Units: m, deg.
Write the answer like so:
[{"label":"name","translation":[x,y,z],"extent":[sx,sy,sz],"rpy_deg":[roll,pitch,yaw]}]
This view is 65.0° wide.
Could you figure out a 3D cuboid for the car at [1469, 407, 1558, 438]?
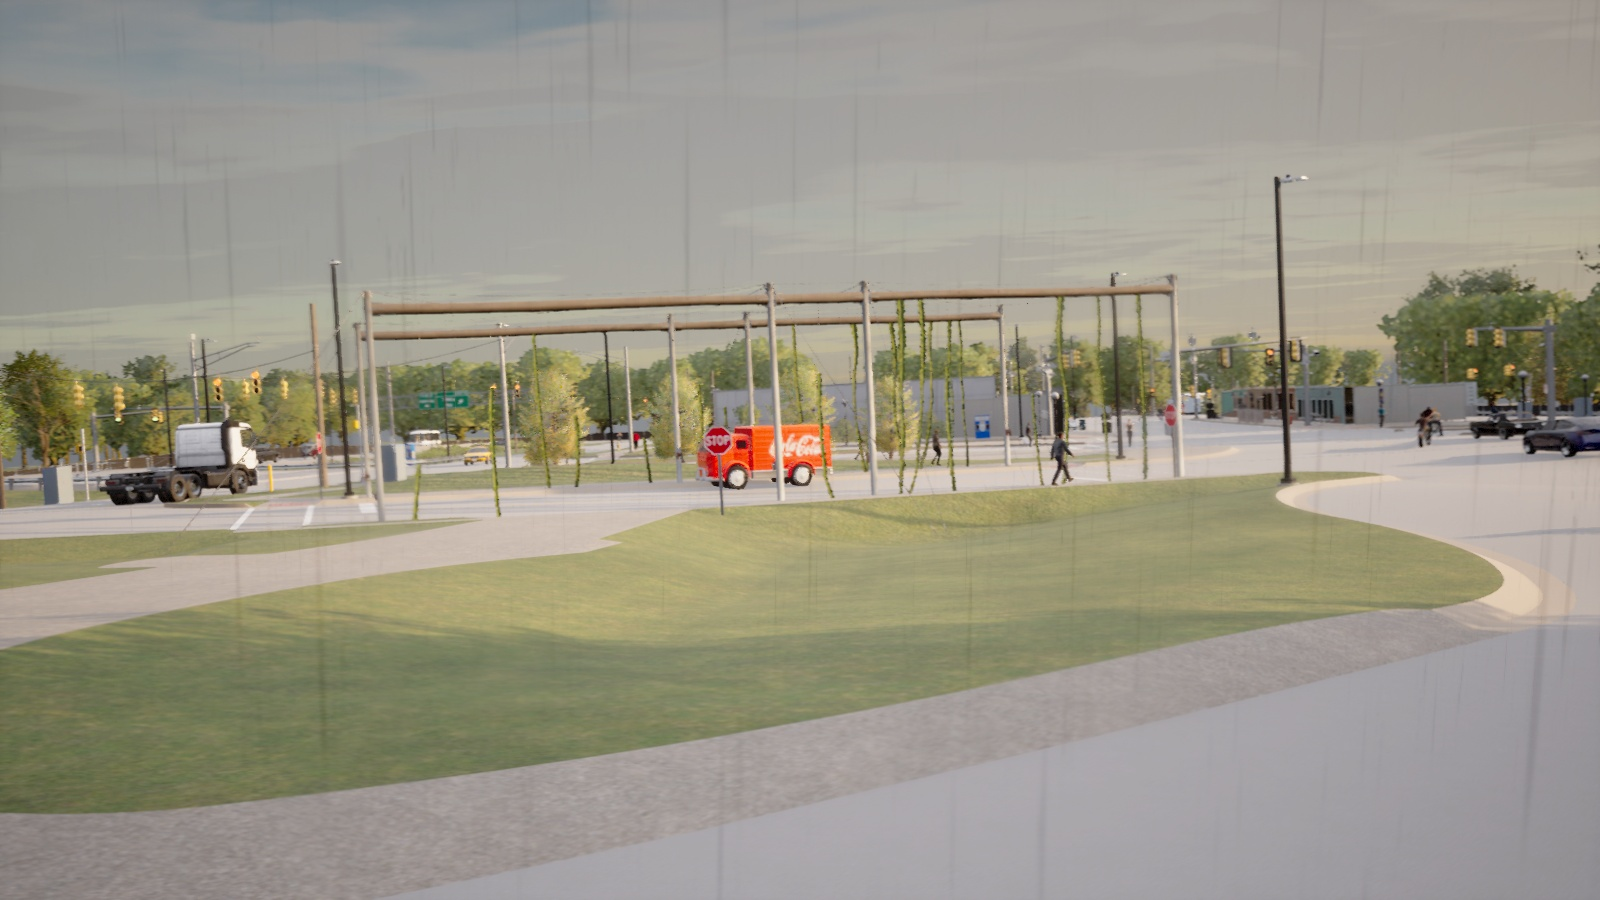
[{"label":"car","translation":[34.527,-1.355,60.946],"extent":[1.895,1.301,4.718],"rpy_deg":[-3,1,5]}]

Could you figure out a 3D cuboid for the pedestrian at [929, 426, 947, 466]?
[{"label":"pedestrian","translation":[6.517,-0.212,59.310],"extent":[0.634,1.846,0.331],"rpy_deg":[-4,3,-20]}]

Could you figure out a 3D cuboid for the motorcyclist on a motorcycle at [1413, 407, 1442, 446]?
[{"label":"motorcyclist on a motorcycle","translation":[29.519,-1.110,59.077],"extent":[0.766,1.649,2.350],"rpy_deg":[-4,2,35]}]

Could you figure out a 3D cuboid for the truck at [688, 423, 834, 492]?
[{"label":"truck","translation":[-1.584,0.260,50.373],"extent":[5.204,2.467,2.627],"rpy_deg":[-3,2,-22]}]

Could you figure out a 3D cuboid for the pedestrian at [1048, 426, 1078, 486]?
[{"label":"pedestrian","translation":[8.754,0.193,41.738],"extent":[0.788,1.949,0.423],"rpy_deg":[-4,3,-22]}]

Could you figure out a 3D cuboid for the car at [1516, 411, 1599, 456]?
[{"label":"car","translation":[29.966,-0.693,48.494],"extent":[2.163,1.488,4.792],"rpy_deg":[-4,2,6]}]

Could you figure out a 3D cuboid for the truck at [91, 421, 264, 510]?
[{"label":"truck","translation":[-26.839,0.564,54.683],"extent":[2.891,3.462,7.936],"rpy_deg":[-3,1,4]}]
